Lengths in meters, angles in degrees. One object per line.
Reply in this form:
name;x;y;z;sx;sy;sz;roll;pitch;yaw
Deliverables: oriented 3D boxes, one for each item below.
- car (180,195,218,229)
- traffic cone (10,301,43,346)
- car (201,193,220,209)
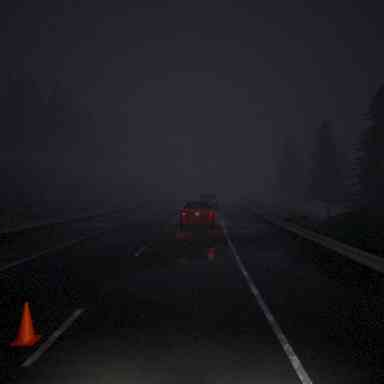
car;0.436;1.303;21.523;2.097;1.767;4.553;0;0;3
traffic cone;-2.489;1.943;5.003;0.340;0.580;0.340;0;0;0
car;2.075;1.131;39.676;2.150;2.045;5.566;0;0;7
